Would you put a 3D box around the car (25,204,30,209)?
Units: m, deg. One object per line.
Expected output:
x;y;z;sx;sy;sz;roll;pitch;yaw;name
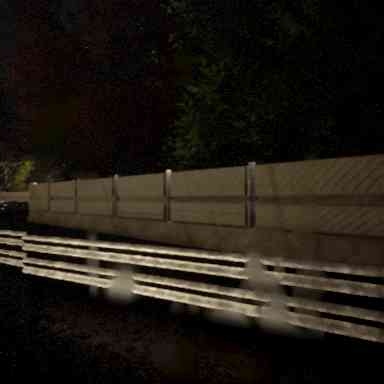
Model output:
-26.662;2.296;57.697;1.895;1.301;4.718;-1;0;13;car
